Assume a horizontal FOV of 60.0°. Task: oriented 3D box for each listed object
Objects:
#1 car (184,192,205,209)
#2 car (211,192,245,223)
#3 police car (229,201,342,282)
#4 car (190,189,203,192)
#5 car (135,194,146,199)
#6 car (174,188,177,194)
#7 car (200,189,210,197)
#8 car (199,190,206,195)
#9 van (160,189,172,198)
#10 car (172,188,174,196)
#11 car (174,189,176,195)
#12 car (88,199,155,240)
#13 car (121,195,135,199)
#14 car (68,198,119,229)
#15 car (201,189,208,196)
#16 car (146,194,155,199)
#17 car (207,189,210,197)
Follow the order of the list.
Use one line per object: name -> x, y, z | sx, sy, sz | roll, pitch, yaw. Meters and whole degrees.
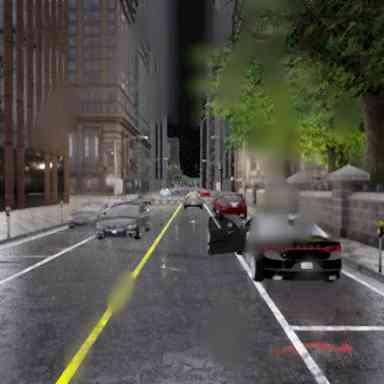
car -> 0.154, 1.037, 35.325 | 1.994, 1.385, 4.181 | 0, 1, 2
car -> 2.837, 0.953, 24.675 | 2.192, 1.841, 5.009 | 0, 1, 0
police car -> 2.393, 1.287, 9.488 | 1.930, 1.638, 5.238 | 0, 1, 0
car -> 0.195, 0.753, 48.119 | 1.882, 1.535, 5.008 | 0, 1, 1
car -> -5.672, 0.993, 30.216 | 1.967, 1.590, 4.097 | 0, 1, 0
car -> -5.510, 0.301, 84.239 | 1.947, 1.339, 4.313 | 0, 1, 0
car -> 2.999, 0.128, 78.778 | 2.192, 1.841, 5.009 | 0, 1, 0
car -> 3.048, 0.130, 95.102 | 2.008, 1.369, 4.403 | 0, 1, 0
van -> -5.559, 0.313, 67.915 | 1.690, 1.788, 3.998 | 0, 1, 0
car -> -5.543, 0.332, 73.356 | 1.967, 1.590, 4.097 | 0, 1, 0
car -> -5.526, 0.358, 78.798 | 1.887, 1.381, 4.507 | 0, 1, 0
car -> -3.056, 1.280, 15.545 | 1.837, 1.490, 4.892 | 0, 1, 0
car -> -5.690, 1.166, 24.523 | 1.752, 1.417, 4.829 | 0, 1, 0
car -> -5.706, 1.272, 19.170 | 2.008, 1.369, 4.403 | 0, 1, 0
car -> 2.983, 0.207, 73.338 | 2.192, 1.841, 5.009 | 0, 1, 0
car -> -5.639, 0.945, 41.264 | 1.947, 1.339, 4.313 | 0, 1, 0
car -> 2.854, 0.868, 30.199 | 2.192, 1.841, 5.009 | 0, 1, 0
